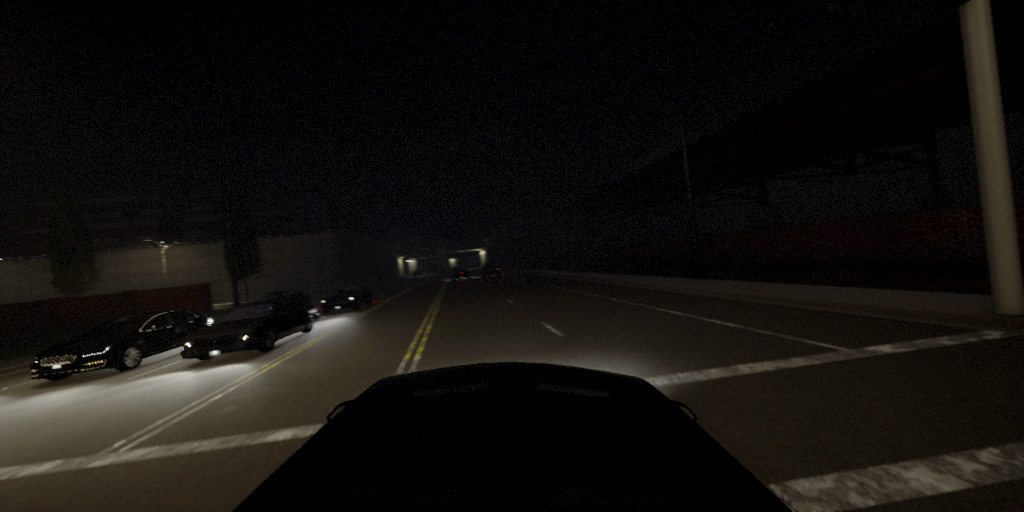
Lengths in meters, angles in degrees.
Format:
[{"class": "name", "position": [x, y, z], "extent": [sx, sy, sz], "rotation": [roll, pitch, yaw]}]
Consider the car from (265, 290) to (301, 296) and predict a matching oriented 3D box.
[{"class": "car", "position": [-13.166, 2.761, 20.438], "extent": [2.128, 1.511, 4.902], "rotation": [-6, 0, -9]}]

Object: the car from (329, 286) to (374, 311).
[{"class": "car", "position": [-9.815, 2.525, 21.615], "extent": [1.895, 1.301, 4.718], "rotation": [-6, 0, -9]}]

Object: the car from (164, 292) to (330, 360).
[{"class": "car", "position": [-8.341, 2.249, 12.143], "extent": [2.033, 1.411, 5.357], "rotation": [-6, 0, -9]}]

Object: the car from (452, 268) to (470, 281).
[{"class": "car", "position": [-6.312, 2.218, 44.327], "extent": [1.837, 1.490, 4.892], "rotation": [-6, 0, -9]}]

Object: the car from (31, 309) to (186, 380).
[{"class": "car", "position": [-11.737, 2.560, 11.320], "extent": [1.837, 1.490, 4.892], "rotation": [-6, 0, -9]}]

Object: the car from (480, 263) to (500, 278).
[{"class": "car", "position": [-2.732, 1.680, 43.862], "extent": [2.097, 1.767, 4.553], "rotation": [-6, 0, -9]}]
